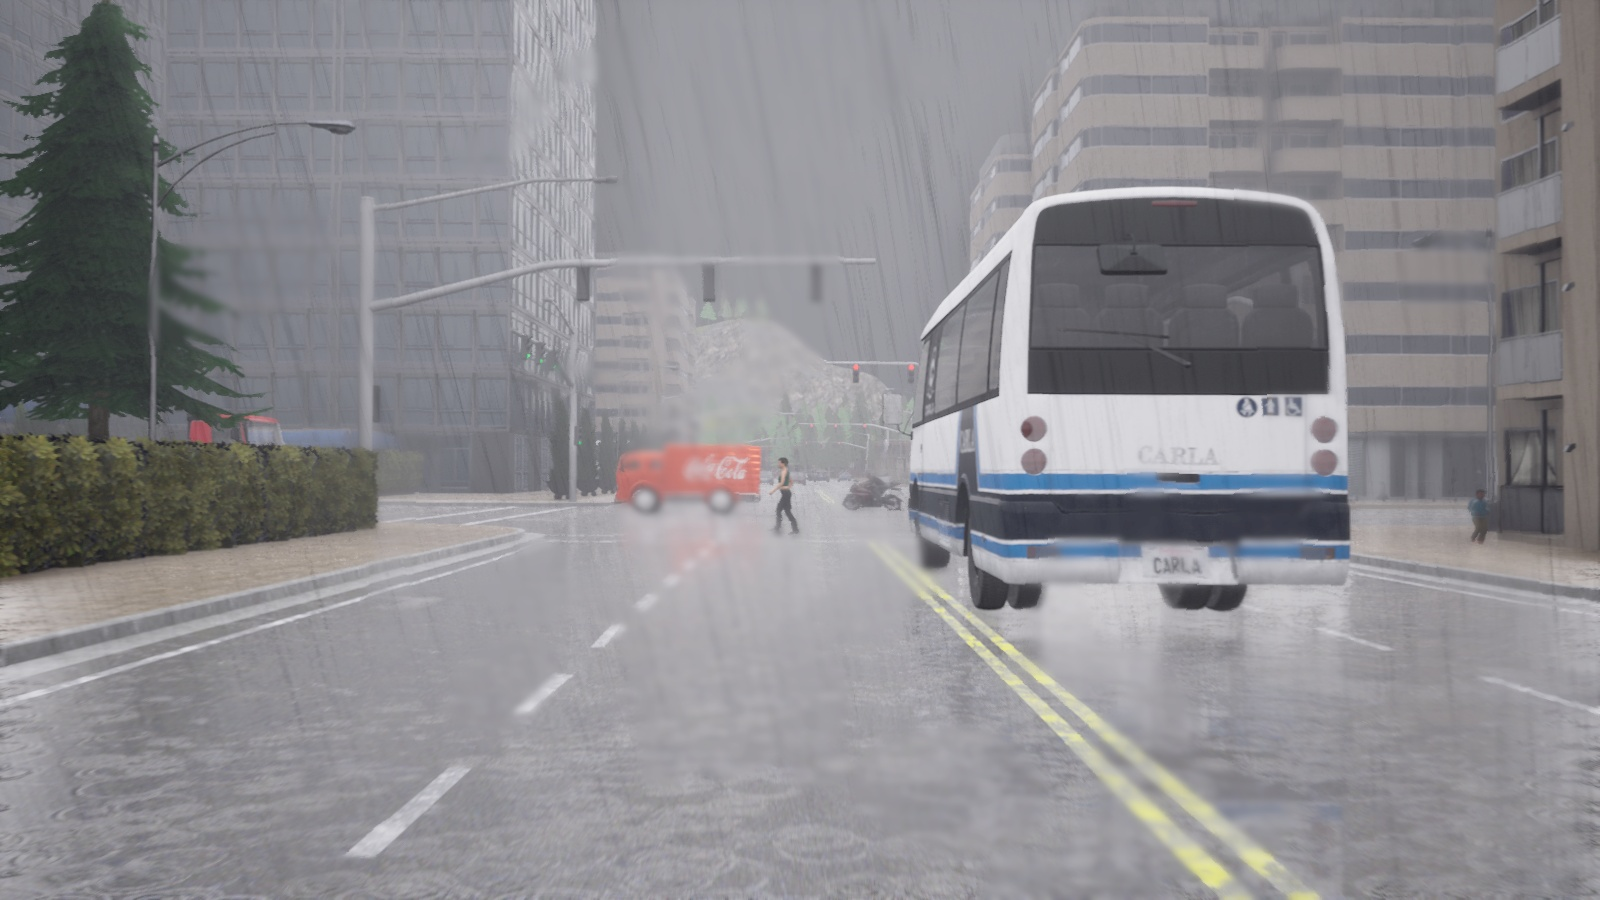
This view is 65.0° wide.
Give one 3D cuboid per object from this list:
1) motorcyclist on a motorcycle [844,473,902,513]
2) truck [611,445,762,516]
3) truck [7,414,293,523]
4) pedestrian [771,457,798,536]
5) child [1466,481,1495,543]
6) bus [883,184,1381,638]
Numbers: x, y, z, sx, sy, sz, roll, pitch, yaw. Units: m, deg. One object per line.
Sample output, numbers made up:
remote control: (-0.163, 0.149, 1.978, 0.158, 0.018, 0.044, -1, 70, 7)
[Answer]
motorcyclist on a motorcycle: (2.826, 1.656, 48.833, 2.191, 1.530, 0.866, 0, -1, -1)
truck: (-4.007, 1.102, 45.257, 5.204, 2.467, 2.627, 0, -1, -1)
truck: (-21.324, 0.614, 41.549, 7.936, 3.462, 2.891, 0, -1, -1)
pedestrian: (-0.356, 1.074, 29.248, 0.594, 1.836, 0.345, 0, -1, 6)
child: (13.375, 1.213, 24.681, 0.343, 1.192, 0.448, 0, -1, 6)
bus: (3.454, -0.292, 16.934, 3.944, 4.253, 10.273, 0, -1, 0)
